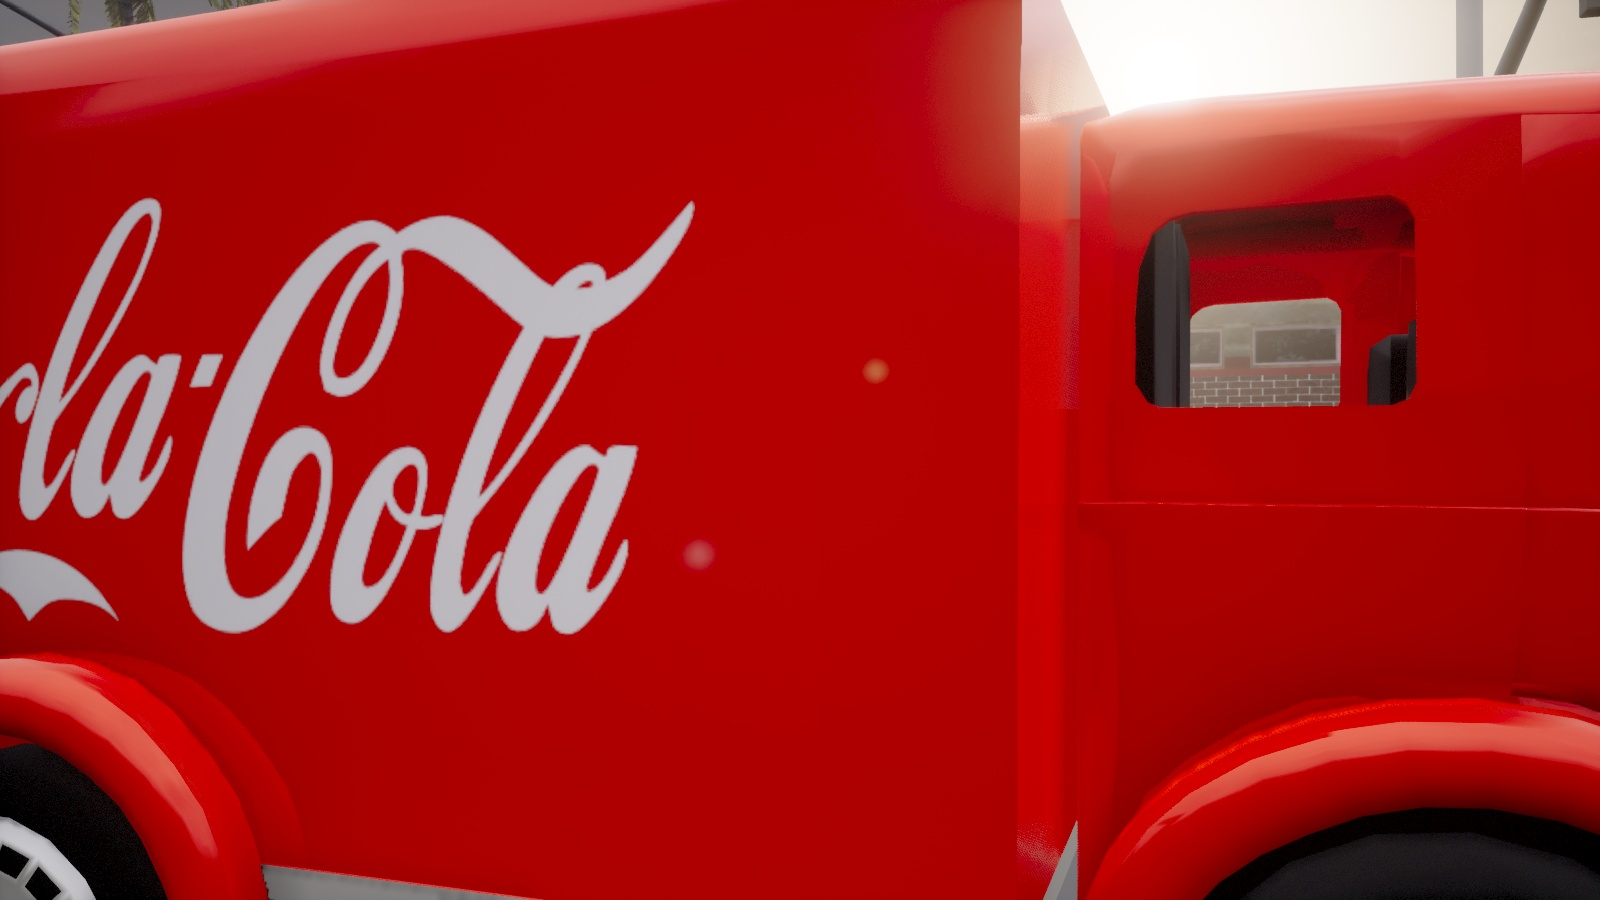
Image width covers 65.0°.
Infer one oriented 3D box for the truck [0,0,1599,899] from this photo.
[{"bbox_3d":[-0.068,0.283,3.233,5.204,2.467,2.627,1,1,20],"label":"truck"}]
